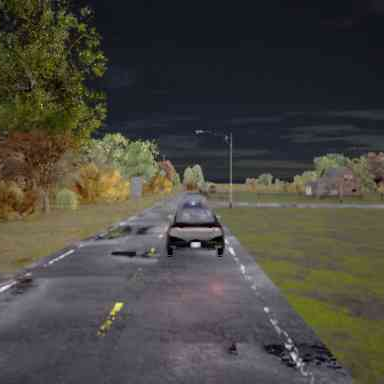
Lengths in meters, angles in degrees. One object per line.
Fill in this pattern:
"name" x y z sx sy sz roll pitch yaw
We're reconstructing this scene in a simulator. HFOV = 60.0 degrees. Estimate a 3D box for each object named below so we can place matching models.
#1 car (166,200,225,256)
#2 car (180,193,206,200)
"car" 0.102 1.269 12.047 2.128 1.511 4.902 0 1 0
"car" 0.098 0.856 27.089 2.097 1.767 4.553 0 1 0
